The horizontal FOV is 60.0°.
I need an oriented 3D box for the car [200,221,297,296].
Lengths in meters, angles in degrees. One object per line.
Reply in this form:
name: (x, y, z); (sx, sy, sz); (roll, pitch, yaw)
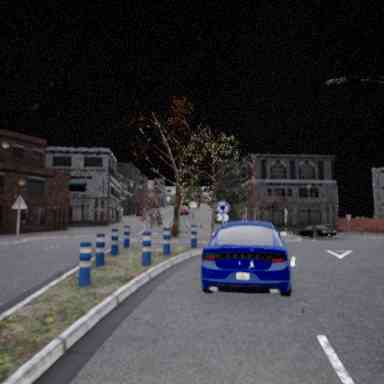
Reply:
car: (1.469, 1.492, 8.714); (1.882, 1.535, 5.008); (-1, -1, 12)

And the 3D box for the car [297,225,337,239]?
car: (12.587, 4.121, 34.371); (1.895, 1.301, 4.718); (2, -7, -18)
